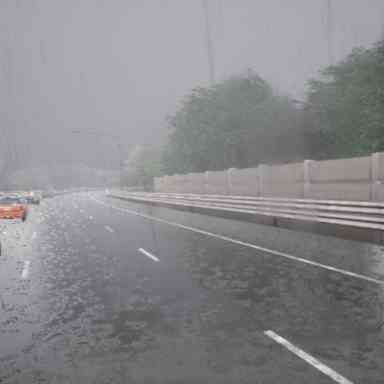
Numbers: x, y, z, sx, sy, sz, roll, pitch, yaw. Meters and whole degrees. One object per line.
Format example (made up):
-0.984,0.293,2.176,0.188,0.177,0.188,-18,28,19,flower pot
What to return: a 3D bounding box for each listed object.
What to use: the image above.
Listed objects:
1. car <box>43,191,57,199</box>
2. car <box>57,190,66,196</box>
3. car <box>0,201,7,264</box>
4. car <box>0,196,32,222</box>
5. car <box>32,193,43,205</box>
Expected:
-30.298,0.514,69.928,2.097,1.767,4.553,-2,2,-17,car
-35.438,0.449,88.106,1.895,1.301,4.718,-2,2,-14,car
-6.050,1.321,8.072,2.097,1.767,4.553,-3,2,-24,car
-12.872,1.138,23.620,2.097,1.767,4.553,-3,2,-24,car
-21.645,1.125,44.872,1.895,1.301,4.718,-2,2,-21,car
